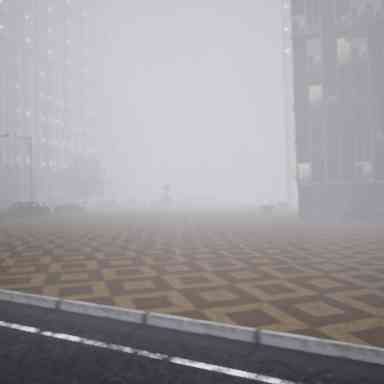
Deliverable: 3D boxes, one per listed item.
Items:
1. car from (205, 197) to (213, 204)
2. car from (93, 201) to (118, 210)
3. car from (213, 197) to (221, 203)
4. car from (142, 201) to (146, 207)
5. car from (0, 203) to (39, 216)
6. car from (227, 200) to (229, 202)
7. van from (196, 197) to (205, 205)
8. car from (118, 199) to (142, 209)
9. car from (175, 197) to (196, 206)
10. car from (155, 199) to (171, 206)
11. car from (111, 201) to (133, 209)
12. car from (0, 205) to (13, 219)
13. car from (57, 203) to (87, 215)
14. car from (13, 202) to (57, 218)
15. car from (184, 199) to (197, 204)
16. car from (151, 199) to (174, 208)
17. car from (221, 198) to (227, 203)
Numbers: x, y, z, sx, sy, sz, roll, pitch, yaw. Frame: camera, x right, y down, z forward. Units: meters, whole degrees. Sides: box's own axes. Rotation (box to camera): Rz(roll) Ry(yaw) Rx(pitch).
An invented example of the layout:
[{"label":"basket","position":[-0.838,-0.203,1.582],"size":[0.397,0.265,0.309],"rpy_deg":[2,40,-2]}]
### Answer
[{"label":"car","position":[2.910,2.157,79.593],"size":[1.967,1.590,4.097],"rpy_deg":[-2,-1,22]},{"label":"car","position":[-15.107,2.191,56.695],"size":[1.967,1.590,4.097],"rpy_deg":[-2,-1,22]},{"label":"car","position":[5.030,2.084,84.761],"size":[2.192,1.841,5.009],"rpy_deg":[-2,-1,22]},{"label":"car","position":[-10.901,2.401,67.061],"size":[2.008,1.369,4.403],"rpy_deg":[-2,-1,22]},{"label":"car","position":[-21.474,2.130,40.984],"size":[1.752,1.417,4.829],"rpy_deg":[-2,-1,22]},{"label":"car","position":[9.337,2.400,95.248],"size":[1.752,1.417,4.829],"rpy_deg":[-2,-1,22]},{"label":"van","position":[0.791,2.008,74.427],"size":[1.690,1.788,3.998],"rpy_deg":[-2,-1,22]},{"label":"car","position":[-11.370,2.033,58.730],"size":[2.097,1.767,4.553],"rpy_deg":[-2,-1,22]},{"label":"car","position":[-1.336,2.056,69.263],"size":[1.967,1.590,4.097],"rpy_deg":[-2,-1,22]},{"label":"car","position":[-6.700,2.393,77.431],"size":[1.967,1.590,4.097],"rpy_deg":[-2,-1,22]},{"label":"car","position":[-13.003,2.345,61.876],"size":[1.887,1.381,4.507],"rpy_deg":[-2,-1,22]},{"label":"car","position":[-18.073,1.756,28.025],"size":[1.752,1.417,4.829],"rpy_deg":[-2,-1,22]},{"label":"car","position":[-13.939,1.904,38.217],"size":[1.802,1.307,4.206],"rpy_deg":[-2,-1,22]},{"label":"car","position":[-16.041,1.716,33.044],"size":[1.967,1.590,4.097],"rpy_deg":[-2,-1,22]},{"label":"car","position":[-0.391,2.654,92.980],"size":[1.887,1.381,4.507],"rpy_deg":[-2,-1,22]},{"label":"car","position":[-5.473,2.042,59.071],"size":[1.752,1.417,4.829],"rpy_deg":[-2,-1,22]},{"label":"car","position":[7.177,2.386,89.914],"size":[1.947,1.339,4.313],"rpy_deg":[-2,-1,22]}]
